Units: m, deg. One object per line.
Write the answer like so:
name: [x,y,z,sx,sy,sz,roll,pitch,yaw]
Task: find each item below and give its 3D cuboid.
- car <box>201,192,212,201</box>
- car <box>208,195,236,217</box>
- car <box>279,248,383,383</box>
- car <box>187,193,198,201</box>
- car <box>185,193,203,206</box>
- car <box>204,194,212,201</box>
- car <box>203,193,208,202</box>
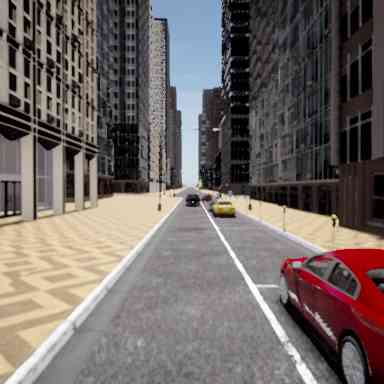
car: [2.567,0.821,60.546,1.752,1.417,4.829,0,1,0]
car: [2.566,1.212,27.240,1.752,1.417,4.829,0,1,0]
car: [2.564,1.488,4.866,1.887,1.381,4.507,0,1,0]
car: [0.101,0.860,60.475,1.994,1.385,4.181,0,1,0]
car: [0.101,0.975,43.483,1.882,1.535,5.008,0,1,0]
car: [2.566,1.175,32.622,2.008,1.369,4.403,0,1,0]
car: [2.567,0.908,54.825,1.887,1.381,4.507,0,1,0]
